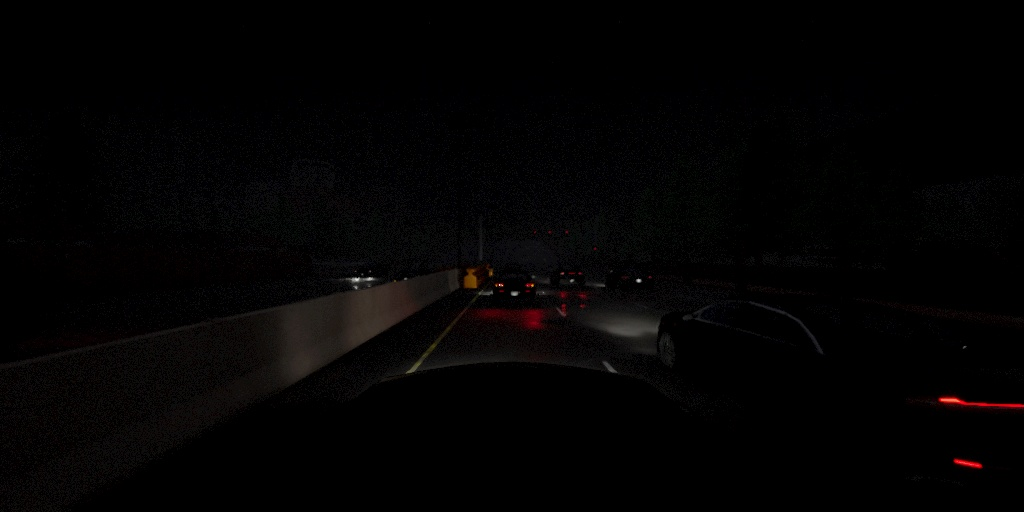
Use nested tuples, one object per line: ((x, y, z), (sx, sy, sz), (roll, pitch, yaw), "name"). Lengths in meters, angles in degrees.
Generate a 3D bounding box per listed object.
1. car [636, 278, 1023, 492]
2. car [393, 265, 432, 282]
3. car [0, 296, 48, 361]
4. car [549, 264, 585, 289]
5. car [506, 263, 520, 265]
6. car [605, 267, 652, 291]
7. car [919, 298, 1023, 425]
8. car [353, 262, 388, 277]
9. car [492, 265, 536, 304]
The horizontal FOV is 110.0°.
((3.597, 1.247, 4.755), (2.128, 1.511, 4.902), (0, 0, 0), "car")
((-7.084, 1.358, 25.980), (1.994, 1.385, 4.181), (0, 0, 0), "car")
((-10.600, 1.249, 5.317), (2.128, 1.511, 4.902), (0, 0, 0), "car")
((3.598, 1.281, 23.909), (2.128, 1.511, 4.902), (0, 0, 0), "car")
((0.098, 1.329, 31.701), (1.812, 1.442, 4.674), (0, 0, 0), "car")
((7.099, 1.350, 22.080), (1.994, 1.385, 4.181), (0, 0, 0), "car")
((7.096, 1.317, 3.275), (1.994, 1.385, 4.181), (0, 0, 0), "car")
((-14.012, 1.360, 36.297), (2.033, 1.411, 5.357), (0, 0, 1), "car")
((0.099, 1.302, 16.288), (1.812, 1.442, 4.674), (0, 0, 0), "car")
